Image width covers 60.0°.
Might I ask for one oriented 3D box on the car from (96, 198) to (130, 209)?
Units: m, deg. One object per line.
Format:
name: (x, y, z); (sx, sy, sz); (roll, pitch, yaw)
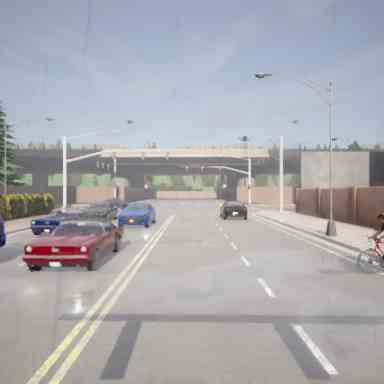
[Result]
car: (-10.814, 1.521, 45.724); (4.181, 1.385, 1.994); (0, 0, 18)

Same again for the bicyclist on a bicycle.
bicyclist on a bicycle: (5.255, 1.404, 8.912); (1.656, 1.620, 0.582); (0, 0, 0)

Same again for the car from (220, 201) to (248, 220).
car: (3.449, 1.470, 28.107); (1.882, 1.535, 5.008); (0, 0, 0)

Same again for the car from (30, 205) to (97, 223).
car: (-7.106, 1.596, 18.544); (1.895, 1.301, 4.718); (0, 0, 0)

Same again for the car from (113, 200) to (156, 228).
car: (-3.590, 1.472, 22.384); (1.882, 1.535, 5.008); (0, 0, 1)

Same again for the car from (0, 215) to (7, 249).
car: (-7.105, 1.221, 8.557); (2.150, 2.045, 5.566); (0, 0, 0)

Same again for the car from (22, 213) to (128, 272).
car: (-3.608, 1.598, 10.968); (1.895, 1.301, 4.718); (0, 0, 0)

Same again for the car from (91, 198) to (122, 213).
car: (-7.046, 1.498, 25.884); (1.837, 1.490, 4.892); (0, 0, 0)
